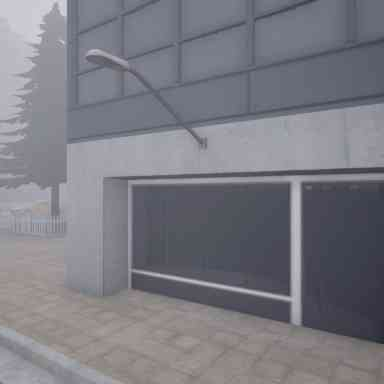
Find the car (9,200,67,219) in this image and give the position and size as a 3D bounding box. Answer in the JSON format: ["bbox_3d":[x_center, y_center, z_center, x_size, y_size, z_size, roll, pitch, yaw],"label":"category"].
[{"bbox_3d":[-13.828,1.493,30.145,1.882,1.535,5.008,0,0,34],"label":"car"}]
